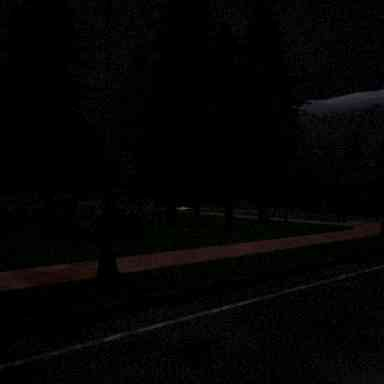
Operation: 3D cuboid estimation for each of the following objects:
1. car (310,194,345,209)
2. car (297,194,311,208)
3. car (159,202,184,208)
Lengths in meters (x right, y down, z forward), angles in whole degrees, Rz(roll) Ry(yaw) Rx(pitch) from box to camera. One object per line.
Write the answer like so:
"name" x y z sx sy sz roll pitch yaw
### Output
"car" 17.840 1.259 43.038 4.605 1.855 1.932 0 0 -37
"car" 16.022 1.260 44.818 3.866 1.878 1.905 0 0 -37
"car" -2.976 1.600 49.225 2.033 1.411 5.357 0 0 -38
